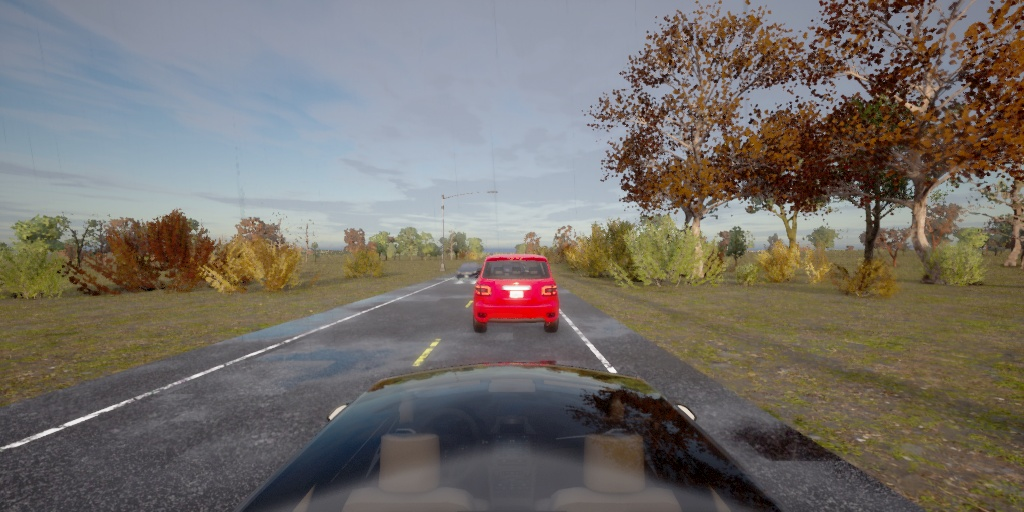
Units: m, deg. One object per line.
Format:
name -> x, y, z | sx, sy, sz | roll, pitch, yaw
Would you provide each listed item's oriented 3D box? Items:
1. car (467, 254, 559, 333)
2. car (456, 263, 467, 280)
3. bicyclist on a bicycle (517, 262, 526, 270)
car -> 0.083, 0.968, 10.884 | 2.150, 2.045, 5.566 | 0, 0, -1
car -> -3.697, 1.287, 31.662 | 2.033, 1.411, 5.357 | 0, 0, -1
bicyclist on a bicycle -> 0.873, 1.110, 30.063 | 0.659, 1.776, 1.843 | 0, 0, 0
